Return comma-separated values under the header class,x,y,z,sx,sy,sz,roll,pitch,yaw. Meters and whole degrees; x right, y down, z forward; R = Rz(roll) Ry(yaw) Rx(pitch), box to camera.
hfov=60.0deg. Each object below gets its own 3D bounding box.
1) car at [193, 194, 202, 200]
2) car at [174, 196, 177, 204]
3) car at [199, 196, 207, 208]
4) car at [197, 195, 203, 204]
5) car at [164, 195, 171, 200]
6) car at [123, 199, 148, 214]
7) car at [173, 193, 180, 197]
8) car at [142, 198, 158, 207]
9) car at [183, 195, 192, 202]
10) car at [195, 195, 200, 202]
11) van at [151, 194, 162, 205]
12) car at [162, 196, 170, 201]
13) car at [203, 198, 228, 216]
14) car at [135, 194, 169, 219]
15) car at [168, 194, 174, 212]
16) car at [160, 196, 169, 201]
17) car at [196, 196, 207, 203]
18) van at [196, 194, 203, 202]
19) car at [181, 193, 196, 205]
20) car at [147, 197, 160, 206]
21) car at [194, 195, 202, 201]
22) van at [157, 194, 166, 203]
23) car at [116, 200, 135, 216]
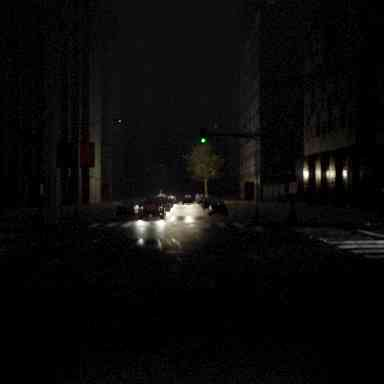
class,x,y,z,sx,sy,sz,roll,pitch,yaw
car,1.544,1.408,95.026,2.192,1.841,5.009,0,0,-1
car,-3.663,1.618,48.592,1.895,1.301,4.718,0,0,-1
car,2.269,1.571,42.692,1.887,1.381,4.507,0,0,-1
car,2.194,1.582,48.135,2.008,1.369,4.403,0,0,-1
car,-6.975,1.616,94.553,1.887,1.381,4.507,0,0,-1
car,-6.174,1.550,36.681,2.008,1.369,4.403,0,0,-1
car,-3.787,1.526,62.564,2.128,1.511,4.902,0,0,0
car,-6.375,1.579,51.251,1.947,1.339,4.313,0,0,-1
car,-0.884,1.425,71.048,1.812,1.442,4.674,0,0,-1
car,2.057,1.592,58.006,2.008,1.369,4.403,0,0,-1
van,-6.525,1.367,62.076,1.690,1.788,3.998,0,0,-1
car,-6.900,1.644,89.140,1.802,1.307,4.206,0,0,-1
car,2.420,1.567,31.803,2.008,1.369,4.403,0,0,-1
car,-3.375,1.352,28.969,2.097,1.767,4.553,0,0,-1
car,-3.526,1.360,38.712,2.097,1.767,4.553,0,0,-1
car,-6.825,1.605,83.727,2.008,1.369,4.403,0,0,-1
car,1.911,1.620,68.584,1.947,1.339,4.313,0,0,-1
van,1.764,1.410,79.161,1.690,1.788,3.998,0,0,-1
car,-0.740,1.516,60.626,1.882,1.535,5.008,0,0,-1
car,-6.448,1.544,56.494,1.752,1.417,4.829,0,0,-1
car,1.618,1.635,89.737,2.008,1.369,4.403,0,0,-1
van,-6.675,1.380,72.902,1.690,1.788,3.998,0,0,-1
car,-6.104,1.546,31.689,2.008,1.369,4.403,0,0,-1
